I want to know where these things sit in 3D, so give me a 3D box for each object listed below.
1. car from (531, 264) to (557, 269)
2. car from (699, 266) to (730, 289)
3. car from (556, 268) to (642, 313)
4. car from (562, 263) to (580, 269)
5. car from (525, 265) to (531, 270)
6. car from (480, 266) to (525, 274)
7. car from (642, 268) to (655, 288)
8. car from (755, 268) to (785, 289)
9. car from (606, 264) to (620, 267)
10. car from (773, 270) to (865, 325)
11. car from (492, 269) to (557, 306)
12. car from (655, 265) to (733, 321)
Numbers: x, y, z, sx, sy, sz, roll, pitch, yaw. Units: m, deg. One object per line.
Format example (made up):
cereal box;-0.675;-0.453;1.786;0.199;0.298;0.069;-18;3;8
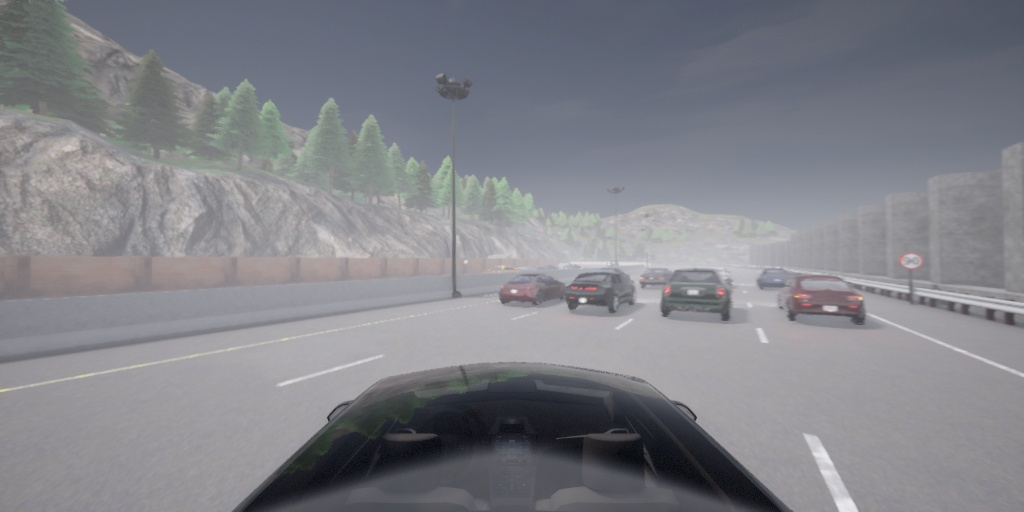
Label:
car;5.632;2.039;58.764;2.033;1.411;5.357;-1;-1;30
car;15.184;1.530;26.743;1.812;1.442;4.674;-1;-1;32
car;3.827;1.410;14.986;1.837;1.490;4.892;-1;-2;32
car;9.684;1.960;58.815;2.128;1.511;4.902;-1;-1;30
car;2.999;2.139;61.161;1.895;1.301;4.718;-1;-1;31
car;-1.110;1.673;34.173;1.882;1.535;5.008;-1;-1;31
car;10.675;1.569;26.157;2.033;1.411;5.357;-1;-1;32
car;17.861;1.523;24.428;1.994;1.385;4.181;-1;-1;32
car;7.697;1.611;27.996;2.033;1.411;5.357;-1;-1;32
car;10.417;1.361;12.325;1.812;1.442;4.674;-1;-1;32
car;1.144;1.519;17.291;1.994;1.385;4.181;-1;-1;32
car;7.002;1.222;13.463;2.097;1.767;4.553;-1;-1;32
